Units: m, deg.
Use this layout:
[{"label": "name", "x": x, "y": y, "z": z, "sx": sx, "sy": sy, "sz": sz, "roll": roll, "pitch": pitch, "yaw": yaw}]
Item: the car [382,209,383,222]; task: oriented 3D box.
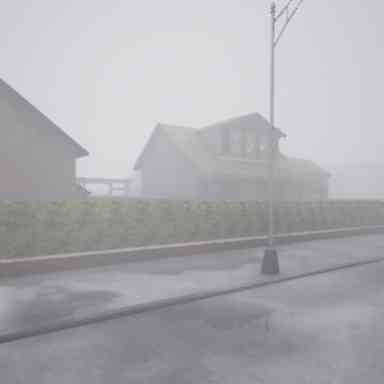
[{"label": "car", "x": 13.102, "y": 1.705, "z": 24.741, "sx": 2.033, "sy": 1.415, "sz": 5.357, "roll": 1, "pitch": -1, "yaw": -33}]
